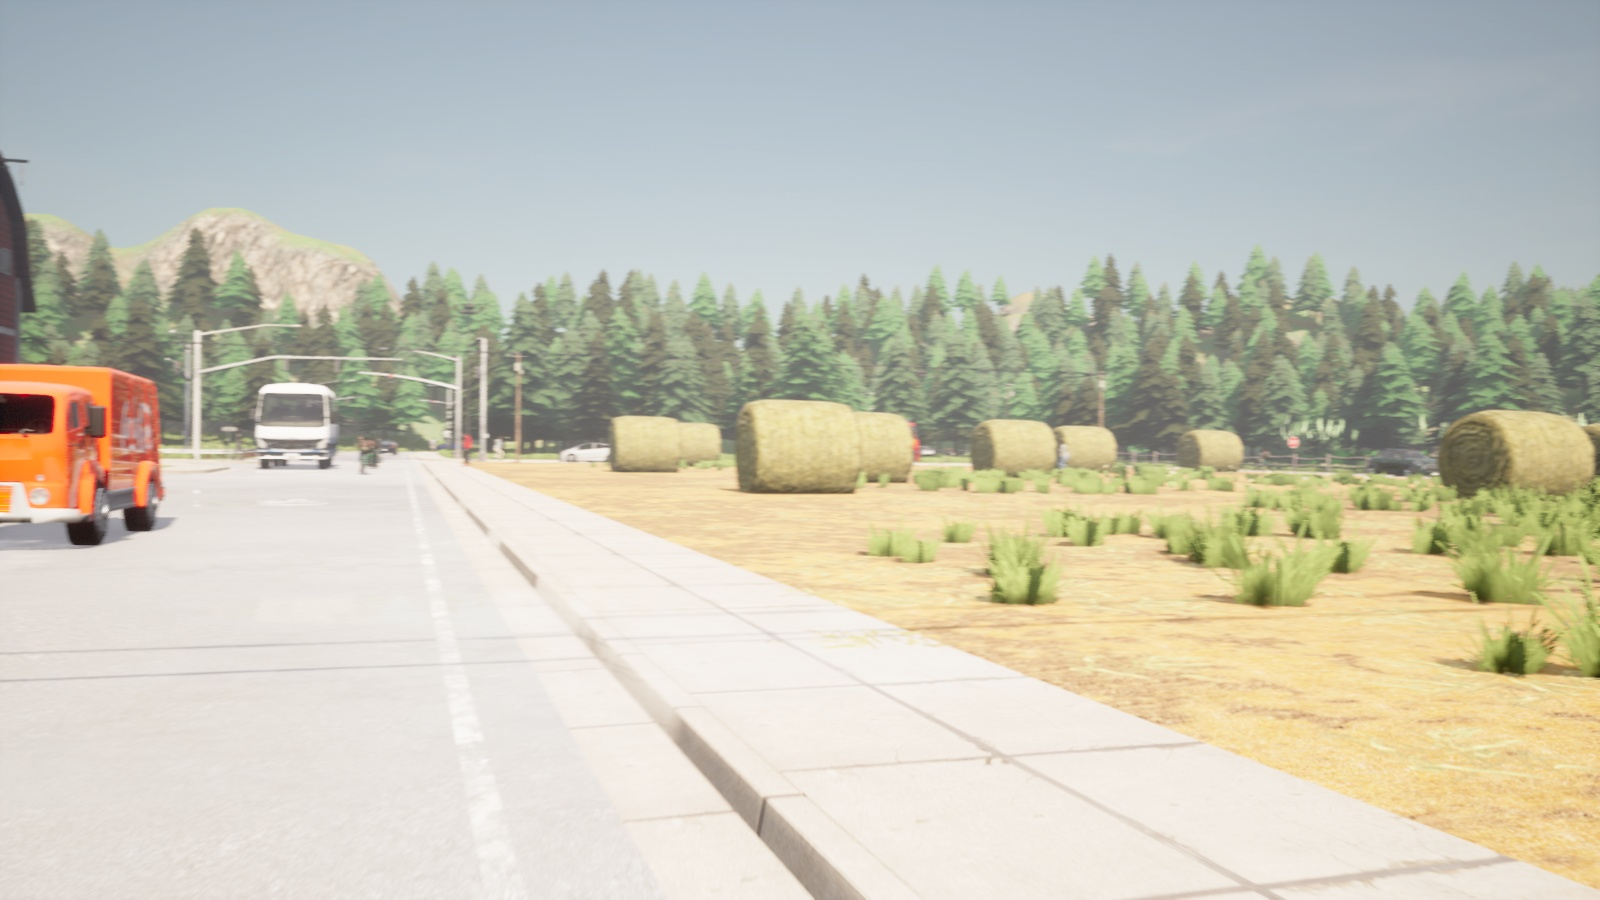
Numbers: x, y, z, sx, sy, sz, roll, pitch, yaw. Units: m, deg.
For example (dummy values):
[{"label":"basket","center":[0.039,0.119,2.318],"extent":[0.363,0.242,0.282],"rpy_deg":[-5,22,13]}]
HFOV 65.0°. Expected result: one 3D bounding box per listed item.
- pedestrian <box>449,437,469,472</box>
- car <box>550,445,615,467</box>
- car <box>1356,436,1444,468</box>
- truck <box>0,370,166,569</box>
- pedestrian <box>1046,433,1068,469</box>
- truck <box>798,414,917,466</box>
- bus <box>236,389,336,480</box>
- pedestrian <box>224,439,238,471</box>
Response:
[{"label":"pedestrian","center":[-17.874,0.246,65.913],"extent":[0.899,1.844,0.634],"rpy_deg":[0,0,-5]},{"label":"car","center":[-16.007,0.446,92.357],"extent":[4.514,1.525,2.007],"rpy_deg":[0,0,-17]},{"label":"car","center":[34.215,0.098,71.712],"extent":[2.097,1.767,4.553],"rpy_deg":[0,0,-14]},{"label":"truck","center":[-10.988,0.239,17.975],"extent":[2.627,2.467,5.204],"rpy_deg":[0,0,-18]},{"label":"pedestrian","center":[13.299,0.052,64.930],"extent":[0.900,1.855,0.874],"rpy_deg":[0,0,25]},{"label":"truck","center":[4.330,-0.798,94.906],"extent":[8.468,3.827,2.891],"rpy_deg":[0,0,-17]},{"label":"bus","center":[-25.989,-0.749,64.077],"extent":[3.944,4.253,10.273],"rpy_deg":[0,0,-18]},{"label":"pedestrian","center":[-33.907,0.302,74.823],"extent":[0.666,1.930,0.402],"rpy_deg":[-1,0,-40]}]
